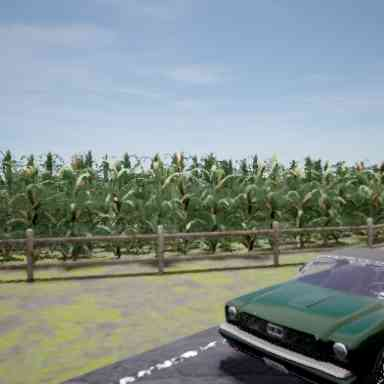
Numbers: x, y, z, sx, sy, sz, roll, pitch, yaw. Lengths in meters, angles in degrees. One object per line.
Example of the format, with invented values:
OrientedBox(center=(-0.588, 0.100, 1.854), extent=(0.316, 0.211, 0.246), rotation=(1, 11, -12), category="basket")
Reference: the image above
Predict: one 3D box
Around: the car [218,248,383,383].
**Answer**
OrientedBox(center=(2.637, 1.650, 5.181), extent=(4.718, 1.301, 1.895), rotation=(0, -1, -40), category="car")
